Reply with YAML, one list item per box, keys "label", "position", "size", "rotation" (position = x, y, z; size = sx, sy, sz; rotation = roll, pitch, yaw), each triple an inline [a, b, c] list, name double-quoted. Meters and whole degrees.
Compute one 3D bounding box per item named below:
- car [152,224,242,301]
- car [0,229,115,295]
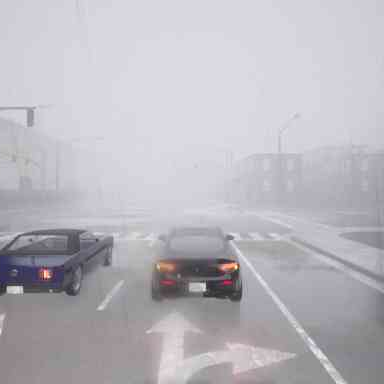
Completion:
- label: "car"
  position: [0.101, 1.526, 8.200]
  size: [1.812, 1.442, 4.674]
  rotation: [0, 0, 0]
- label: "car"
  position: [-3.397, 1.601, 8.633]
  size: [1.895, 1.301, 4.718]
  rotation: [0, 0, 0]
